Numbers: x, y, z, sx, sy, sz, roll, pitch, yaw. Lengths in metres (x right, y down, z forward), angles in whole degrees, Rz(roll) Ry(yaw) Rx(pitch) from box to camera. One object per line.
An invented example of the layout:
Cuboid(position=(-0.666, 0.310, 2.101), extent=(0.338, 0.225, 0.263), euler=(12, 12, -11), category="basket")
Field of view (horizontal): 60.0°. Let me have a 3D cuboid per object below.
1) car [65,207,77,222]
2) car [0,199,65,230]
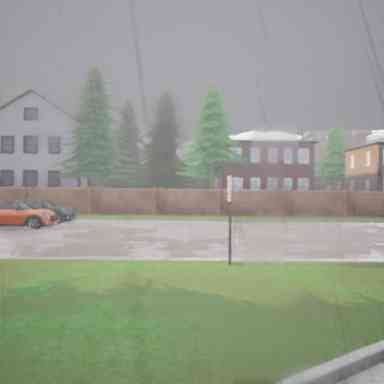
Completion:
Cuboid(position=(-10.569, 1.296, 23.443), extent=(4.553, 1.767, 2.097), euler=(1, 0, -1), category="car")
Cuboid(position=(-10.448, 1.288, 19.944), extent=(4.553, 1.767, 2.097), euler=(1, 0, -1), category="car")
